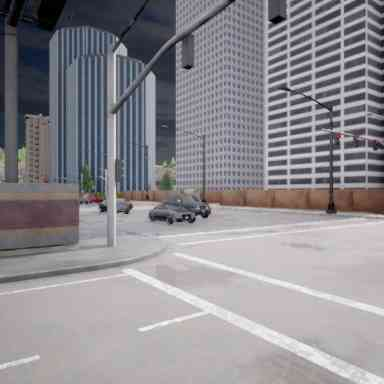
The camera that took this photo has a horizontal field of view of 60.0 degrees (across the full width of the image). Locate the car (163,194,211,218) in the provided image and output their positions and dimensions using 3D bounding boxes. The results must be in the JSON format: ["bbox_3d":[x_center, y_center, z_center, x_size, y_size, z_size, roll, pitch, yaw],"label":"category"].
[{"bbox_3d":[-0.653,1.222,29.151,2.150,2.045,5.566,0,0,-35],"label":"car"}]

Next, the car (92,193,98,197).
[{"bbox_3d":[-19.163,1.222,61.829,2.150,2.045,5.566,0,0,-35],"label":"car"}]

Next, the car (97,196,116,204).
[{"bbox_3d":[-16.571,1.547,64.210,2.033,1.411,5.357,0,0,-34],"label":"car"}]

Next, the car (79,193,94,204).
[{"bbox_3d":[-18.101,1.249,54.075,1.895,1.301,4.718,0,0,-35],"label":"car"}]

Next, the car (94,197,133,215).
[{"bbox_3d":[-7.866,1.505,33.309,1.837,1.490,4.892,0,0,-35],"label":"car"}]

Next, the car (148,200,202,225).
[{"bbox_3d":[-1.505,1.564,24.284,1.994,1.385,4.181,0,0,-35],"label":"car"}]
